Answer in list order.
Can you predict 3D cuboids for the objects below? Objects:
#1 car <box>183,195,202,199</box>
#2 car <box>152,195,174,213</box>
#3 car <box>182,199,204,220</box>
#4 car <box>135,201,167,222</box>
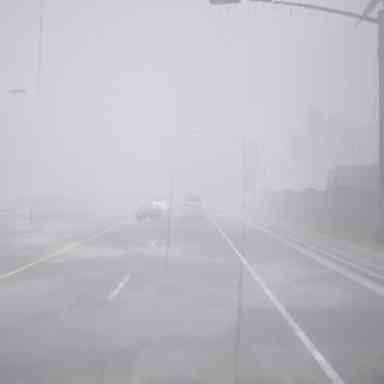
[{"bbox_3d":[0.104,1.365,40.458,2.150,2.045,5.566,0,0,0],"label":"car"},{"bbox_3d":[-3.397,1.361,38.638,2.150,2.045,5.566,0,0,2],"label":"car"},{"bbox_3d":[0.105,1.647,29.641,1.812,1.442,4.674,0,0,0],"label":"car"},{"bbox_3d":[-3.401,1.718,27.661,1.895,1.301,4.718,0,0,0],"label":"car"}]
